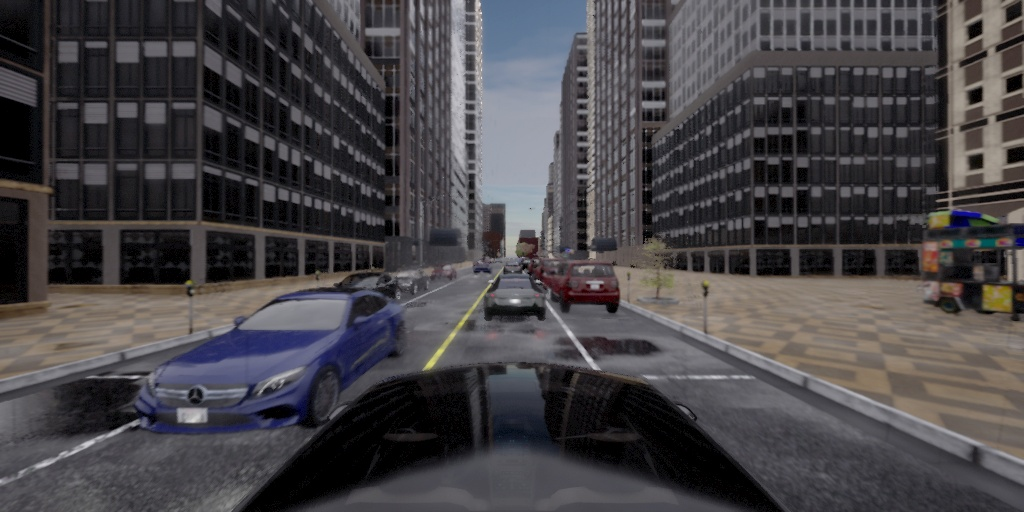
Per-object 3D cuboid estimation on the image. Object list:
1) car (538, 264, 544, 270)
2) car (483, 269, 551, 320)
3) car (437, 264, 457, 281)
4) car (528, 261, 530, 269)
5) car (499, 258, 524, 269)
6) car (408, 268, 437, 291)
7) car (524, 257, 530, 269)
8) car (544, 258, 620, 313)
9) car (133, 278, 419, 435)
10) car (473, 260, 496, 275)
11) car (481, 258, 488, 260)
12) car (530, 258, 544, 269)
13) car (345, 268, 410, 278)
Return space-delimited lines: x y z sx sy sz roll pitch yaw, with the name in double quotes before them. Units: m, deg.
"car" 2.679 1.315 19.545 1.888 1.381 4.507 0 0 0
"car" 0.093 1.326 12.764 1.994 1.385 4.181 0 0 0
"car" -5.709 1.363 30.618 1.802 1.307 4.207 0 0 0
"car" 2.671 1.347 30.625 1.948 1.339 4.313 0 0 0
"car" 0.077 1.279 36.436 2.128 1.511 4.902 0 0 0
"car" -5.702 1.320 19.539 2.007 1.370 4.403 0 0 0
"car" 2.668 1.102 36.164 2.192 1.841 5.009 0 0 0
"car" 2.682 1.079 14.006 2.192 1.841 5.009 0 0 0
"car" -3.087 1.280 5.799 1.812 1.442 4.674 0 0 0
"car" -3.115 1.391 39.000 1.895 1.301 4.718 0 0 0
"car" -5.732 1.396 63.854 1.802 1.307 4.207 0 0 0
"car" 2.675 1.091 25.085 2.192 1.841 5.009 0 0 0
"car" -5.698 1.329 14.000 1.948 1.339 4.313 0 0 0
